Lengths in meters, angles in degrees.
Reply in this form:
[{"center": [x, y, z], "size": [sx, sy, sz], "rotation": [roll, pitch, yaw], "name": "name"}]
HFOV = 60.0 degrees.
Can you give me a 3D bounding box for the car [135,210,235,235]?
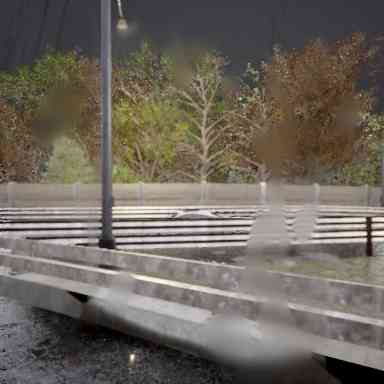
[{"center": [-0.307, 1.603, 15.656], "size": [4.674, 1.442, 1.812], "rotation": [-1, 0, -9], "name": "car"}]
